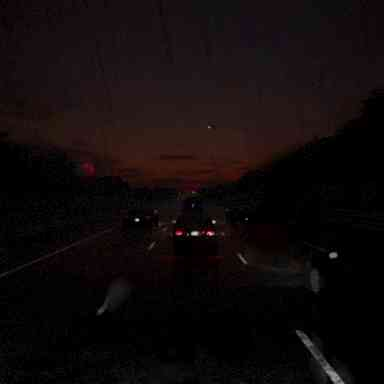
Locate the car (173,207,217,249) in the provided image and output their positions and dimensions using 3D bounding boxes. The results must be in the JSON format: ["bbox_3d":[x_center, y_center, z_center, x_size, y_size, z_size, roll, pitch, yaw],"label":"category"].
[{"bbox_3d":[0.101,1.647,15.126,2.033,1.411,5.357,0,0,0],"label":"car"}]

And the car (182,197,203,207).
[{"bbox_3d":[0.101,1.608,38.216,2.150,2.045,5.566,0,-1,0],"label":"car"}]

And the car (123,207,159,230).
[{"bbox_3d":[-3.399,1.736,22.632,1.994,1.385,4.181,0,-1,0],"label":"car"}]

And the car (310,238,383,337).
[{"bbox_3d":[3.601,1.512,5.608,1.882,1.535,5.008,0,0,0],"label":"car"}]

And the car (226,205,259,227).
[{"bbox_3d":[3.600,1.669,24.349,1.882,1.535,5.008,0,-1,0],"label":"car"}]
